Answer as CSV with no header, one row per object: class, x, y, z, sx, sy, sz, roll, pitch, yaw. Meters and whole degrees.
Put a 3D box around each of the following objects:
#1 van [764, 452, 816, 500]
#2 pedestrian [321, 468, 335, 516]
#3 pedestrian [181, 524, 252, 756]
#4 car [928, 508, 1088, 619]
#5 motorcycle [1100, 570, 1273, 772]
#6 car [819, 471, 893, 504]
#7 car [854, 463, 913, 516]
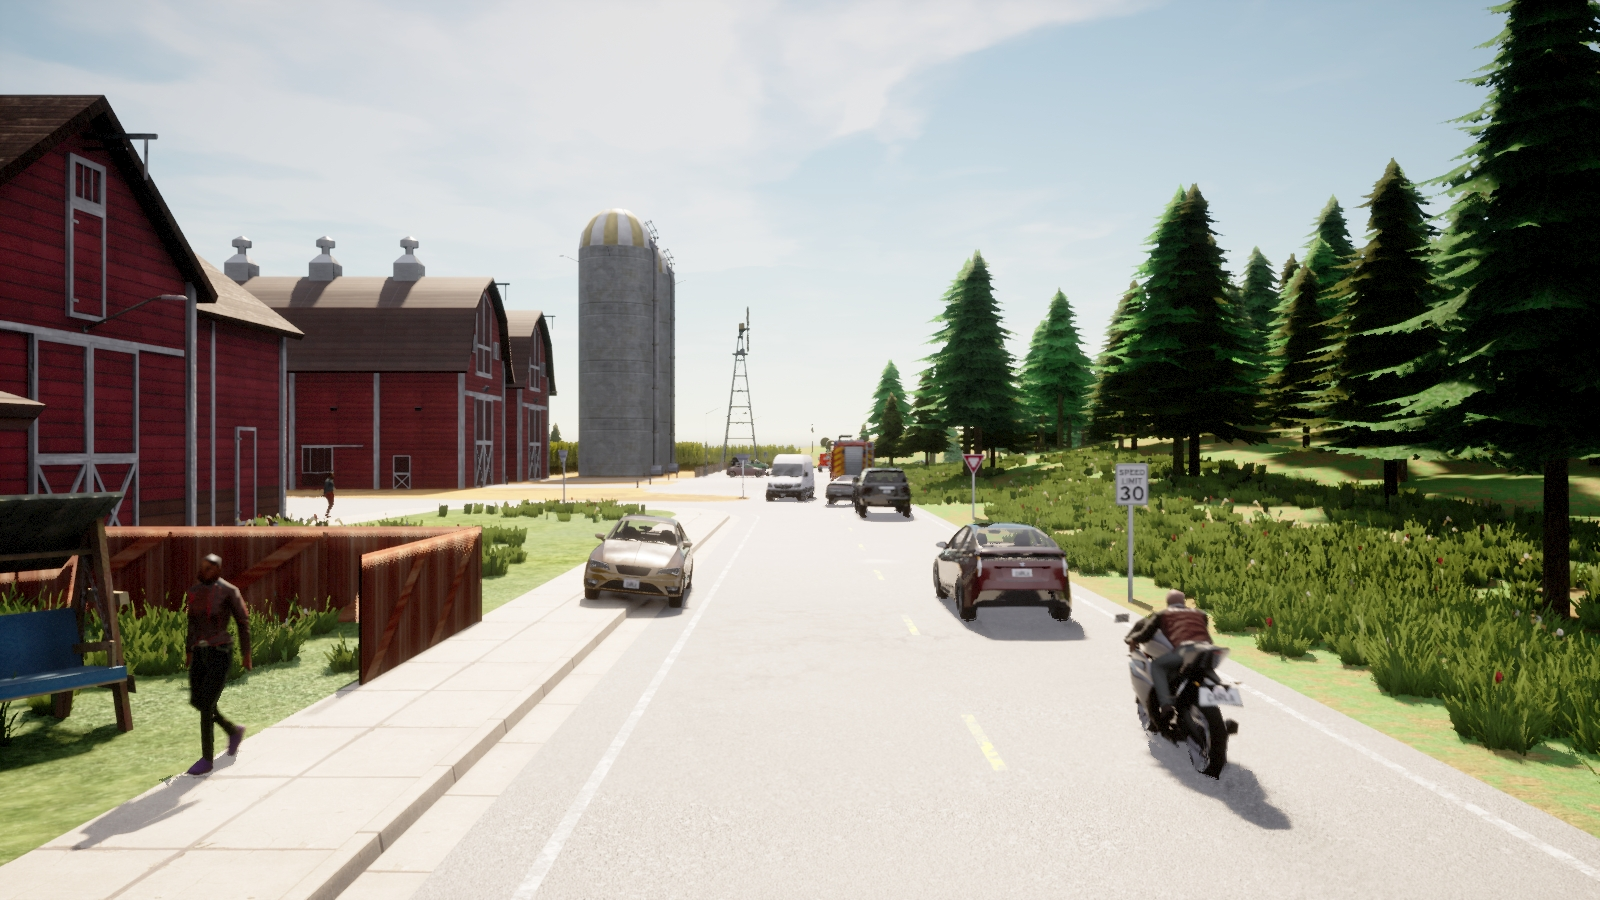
van,-0.482,1.395,64.061,1.988,2.561,5.915,1,0,9
pedestrian,-18.290,1.616,44.289,0.375,1.860,0.375,0,0,-2
pedestrian,-4.834,1.555,9.481,0.375,1.860,0.375,0,0,10
car,3.522,1.900,20.213,2.007,1.525,4.514,0,0,0
motorcycle,3.520,1.961,10.656,0.867,1.460,2.209,0,0,0
car,2.932,1.907,58.811,2.128,1.511,4.902,0,0,25
car,3.548,1.632,49.441,2.150,2.045,5.566,0,0,0
